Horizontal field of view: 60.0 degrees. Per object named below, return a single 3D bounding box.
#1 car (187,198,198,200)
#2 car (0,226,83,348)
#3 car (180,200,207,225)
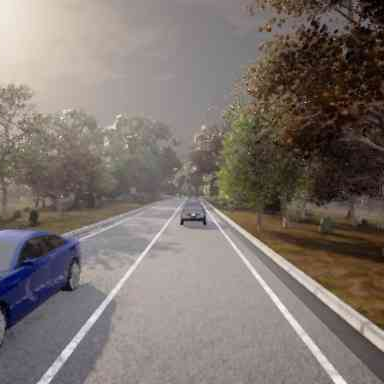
[{"bbox_3d":[0.097,1.456,42.826,2.033,1.411,5.357,0,0,0],"label":"car"},{"bbox_3d":[-3.600,1.479,6.129,1.882,1.535,5.008,0,0,0],"label":"car"},{"bbox_3d":[0.101,1.535,24.268,2.033,1.411,5.357,0,0,0],"label":"car"}]
